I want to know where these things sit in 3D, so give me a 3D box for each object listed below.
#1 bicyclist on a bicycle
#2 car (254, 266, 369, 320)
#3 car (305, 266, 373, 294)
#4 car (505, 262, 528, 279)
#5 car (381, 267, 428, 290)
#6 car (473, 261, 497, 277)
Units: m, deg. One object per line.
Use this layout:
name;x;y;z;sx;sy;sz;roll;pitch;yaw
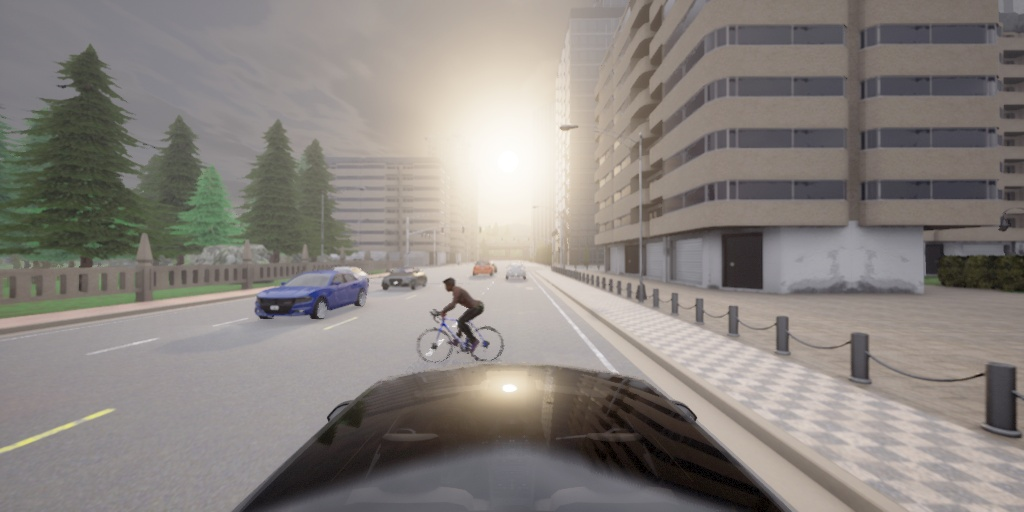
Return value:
bicyclist on a bicycle;-0.992;1.226;6.762;1.656;1.620;0.582;-2;0;0
car;-7.011;1.281;13.115;1.882;1.535;5.008;0;0;0
car;-10.365;1.370;21.944;1.812;1.442;4.674;0;0;1
car;0.372;1.435;34.406;1.812;1.442;4.674;0;0;1
car;-6.906;1.417;23.382;1.994;1.385;4.181;0;0;1
car;-3.084;1.285;39.508;2.097;1.767;4.553;0;0;0
